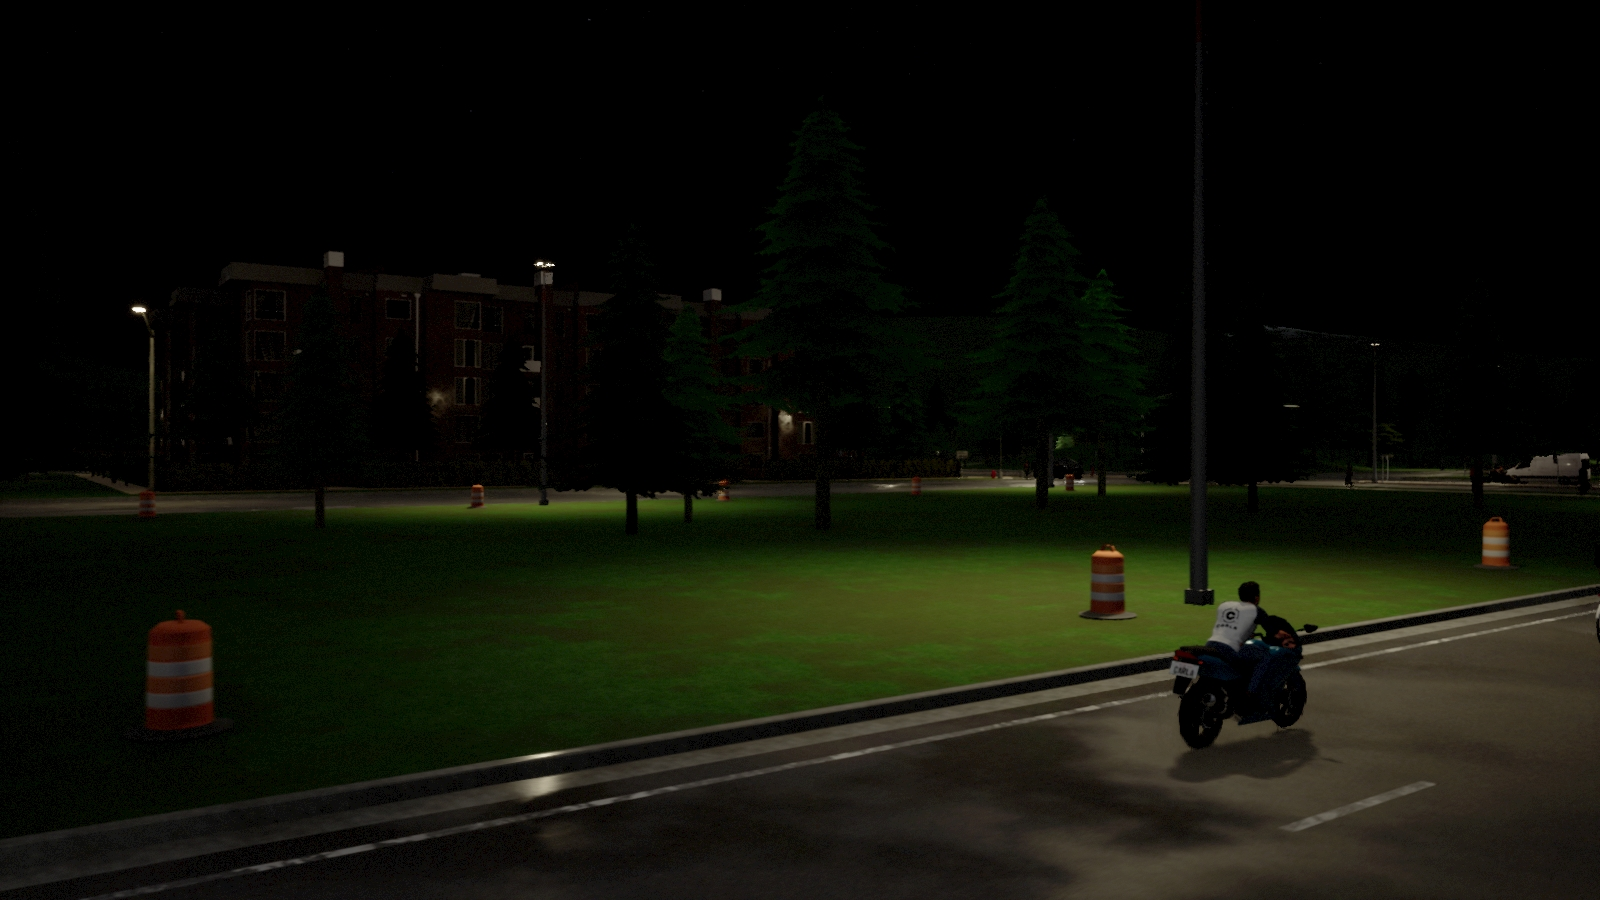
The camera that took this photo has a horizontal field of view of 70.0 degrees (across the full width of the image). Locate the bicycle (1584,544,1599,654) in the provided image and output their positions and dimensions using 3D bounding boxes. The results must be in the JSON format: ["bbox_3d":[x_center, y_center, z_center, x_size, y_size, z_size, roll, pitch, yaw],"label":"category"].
[{"bbox_3d":[11.758,2.062,16.294,1.835,1.471,0.329,-1,0,-35],"label":"bicycle"}]

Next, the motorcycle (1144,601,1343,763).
[{"bbox_3d":[4.330,2.188,11.089,2.033,1.199,0.803,0,0,-35],"label":"motorcycle"}]
